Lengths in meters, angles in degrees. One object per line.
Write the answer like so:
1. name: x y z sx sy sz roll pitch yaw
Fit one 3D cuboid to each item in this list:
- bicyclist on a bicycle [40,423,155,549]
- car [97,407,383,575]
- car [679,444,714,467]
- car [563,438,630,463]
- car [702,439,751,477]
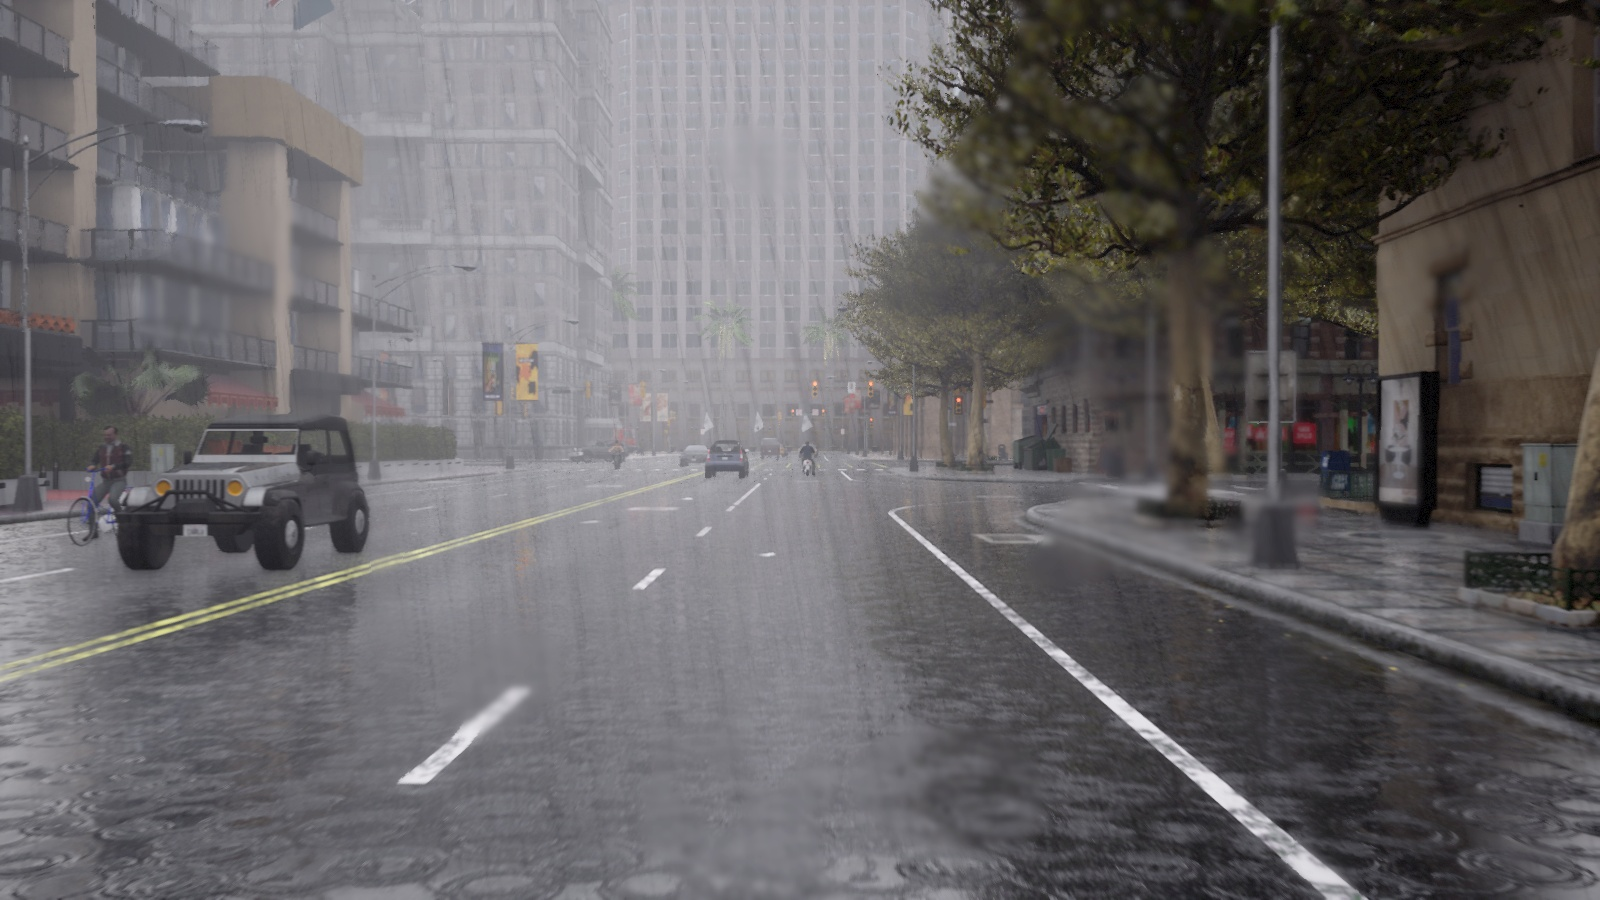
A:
1. bicyclist on a bicycle: -10.380 0.504 18.628 0.659 1.776 1.843 0 0 0
2. car: -6.896 0.447 15.967 1.905 1.878 3.866 0 0 0
3. car: -6.539 0.319 79.554 1.812 1.442 4.674 0 0 0
4. car: -15.395 0.014 95.173 4.605 1.855 1.932 0 1 -39
5. car: -3.176 0.332 54.948 1.851 1.617 3.988 0 0 0
